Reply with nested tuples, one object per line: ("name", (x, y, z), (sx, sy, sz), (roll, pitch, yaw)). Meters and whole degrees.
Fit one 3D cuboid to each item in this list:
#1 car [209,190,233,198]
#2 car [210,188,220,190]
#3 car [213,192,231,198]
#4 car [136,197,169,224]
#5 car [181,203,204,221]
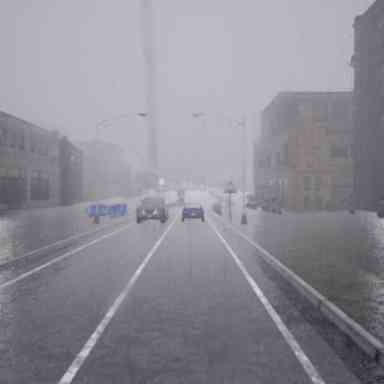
("car", (7.977, 0.825, 87.870), (5.366, 1.575, 1.946), (0, 2, -1))
("car", (8.064, 0.509, 93.378), (4.553, 1.767, 2.185), (0, 2, -1))
("car", (8.133, 0.770, 90.630), (4.674, 1.452, 2.002), (0, 2, -1))
("car", (-3.072, 1.425, 26.851), (2.150, 2.045, 5.566), (0, -1, 0))
("car", (0.083, 1.705, 29.350), (1.882, 1.535, 5.008), (0, -1, 0))
